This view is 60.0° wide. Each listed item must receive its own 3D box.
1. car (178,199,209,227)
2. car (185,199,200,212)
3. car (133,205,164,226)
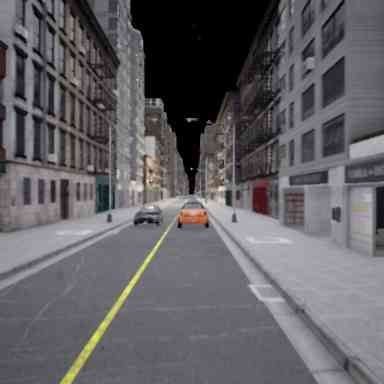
[{"bbox_3d":[0.092,1.495,24.132,2.097,1.767,4.553,0,0,0],"label":"car"},{"bbox_3d":[0.088,1.758,43.784,1.837,1.490,4.892,0,0,0],"label":"car"},{"bbox_3d":[-3.105,1.695,24.867,2.033,1.411,5.357,0,0,0],"label":"car"}]
